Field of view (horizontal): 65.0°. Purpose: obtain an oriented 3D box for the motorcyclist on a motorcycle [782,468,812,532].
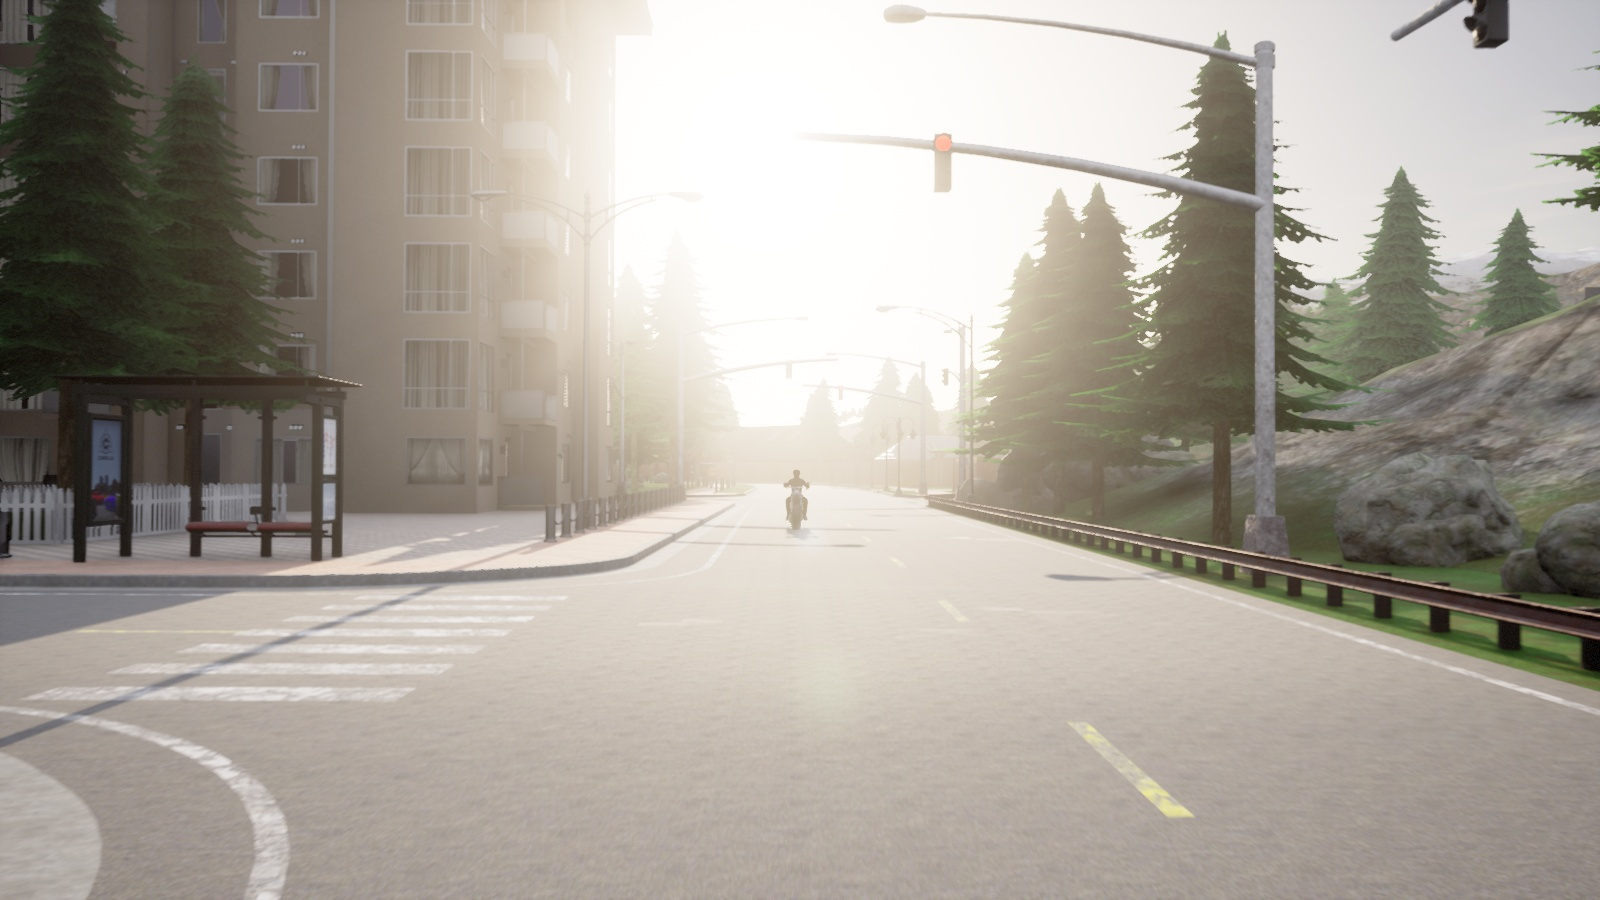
[{"bbox_3d":[-0.081,1.316,33.556,0.766,1.649,2.350,0,-1,0],"label":"motorcyclist on a motorcycle"}]
